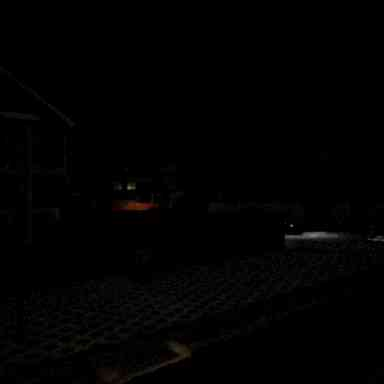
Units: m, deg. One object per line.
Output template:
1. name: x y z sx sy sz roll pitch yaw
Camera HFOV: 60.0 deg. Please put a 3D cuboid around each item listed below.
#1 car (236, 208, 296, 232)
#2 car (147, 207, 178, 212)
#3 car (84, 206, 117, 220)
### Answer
1. car: 4.424 1.854 21.947 1.837 1.490 4.892 -1 -1 -42
2. car: -2.455 2.066 29.252 5.008 1.535 1.882 -2 -1 44
3. car: -10.048 2.344 36.398 4.892 1.490 1.837 -2 -1 41
